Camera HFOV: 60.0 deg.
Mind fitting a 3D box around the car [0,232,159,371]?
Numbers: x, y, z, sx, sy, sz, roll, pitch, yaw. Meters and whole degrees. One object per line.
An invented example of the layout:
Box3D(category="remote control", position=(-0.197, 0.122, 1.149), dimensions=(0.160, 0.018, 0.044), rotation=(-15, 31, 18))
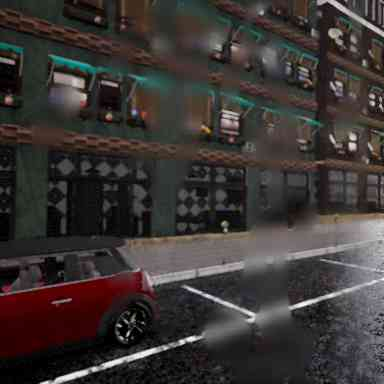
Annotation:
Box3D(category="car", position=(-2.600, 1.442, 4.683), dimensions=(4.097, 1.590, 1.967), rotation=(0, 1, -35))
